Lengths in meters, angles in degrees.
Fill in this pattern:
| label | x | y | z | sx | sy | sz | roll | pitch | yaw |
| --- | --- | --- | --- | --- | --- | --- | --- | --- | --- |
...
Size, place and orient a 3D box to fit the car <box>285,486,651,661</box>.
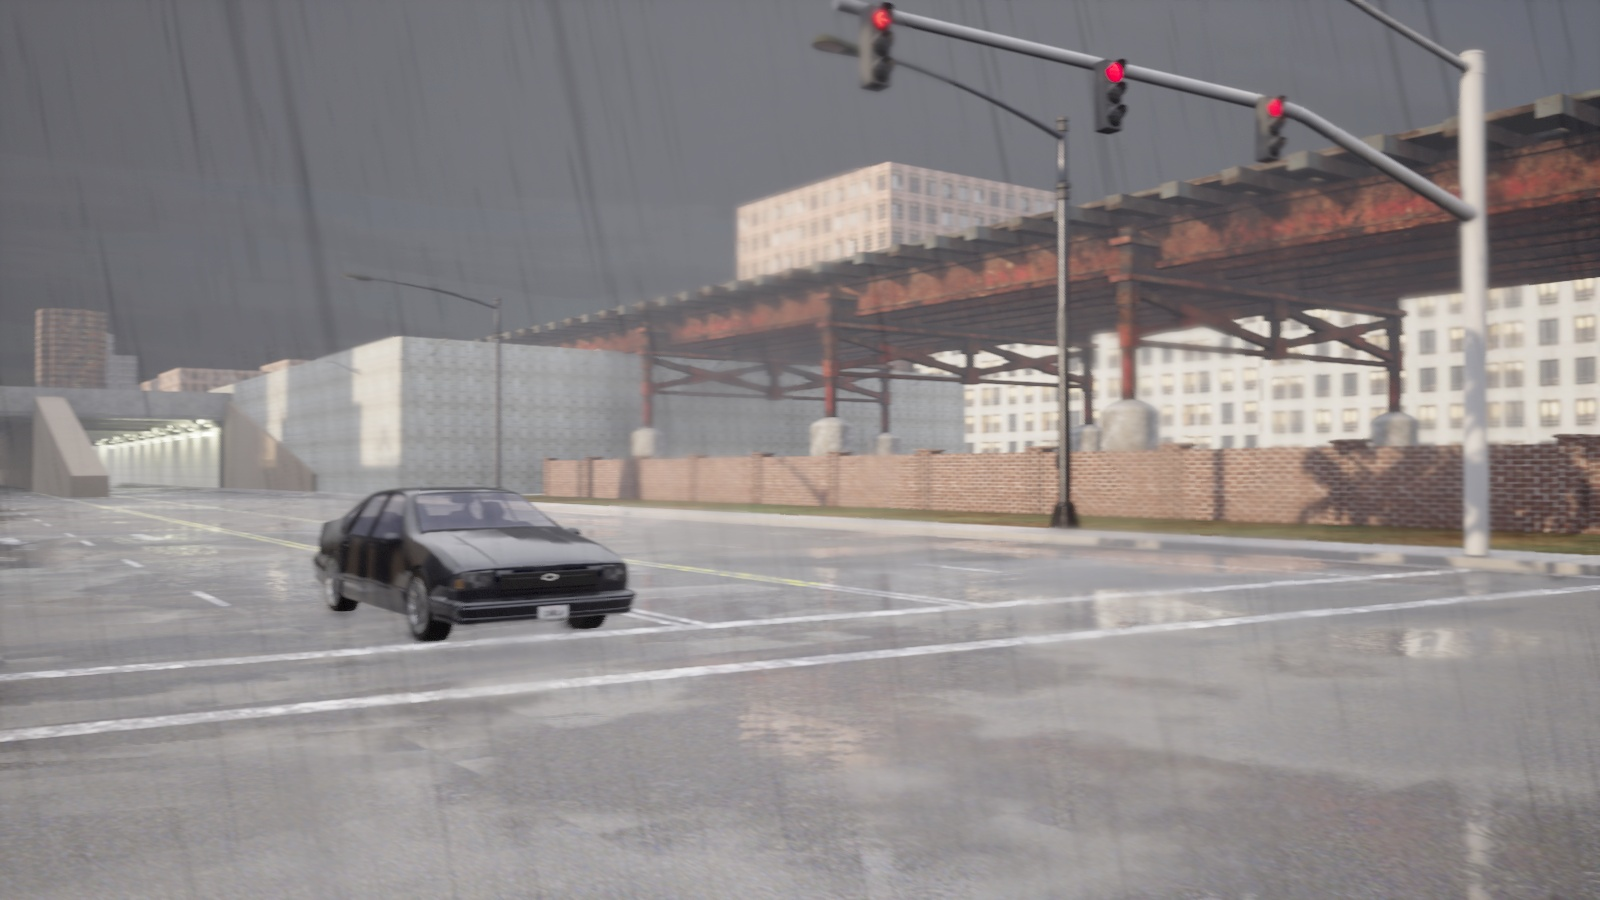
| label | x | y | z | sx | sy | sz | roll | pitch | yaw |
| --- | --- | --- | --- | --- | --- | --- | --- | --- | --- |
| car | -3.769 | 1.122 | 13.374 | 2.033 | 1.411 | 5.357 | 0 | -1 | -35 |
